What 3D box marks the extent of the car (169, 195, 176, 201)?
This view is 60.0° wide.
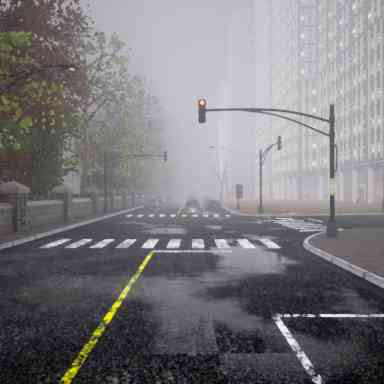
[{"bbox_3d":[-5.642,1.624,86.605,1.887,1.381,4.507,0,0,0],"label":"car"}]

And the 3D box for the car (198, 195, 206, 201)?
[{"bbox_3d":[2.742,1.640,92.232,2.008,1.369,4.403,0,0,0],"label":"car"}]

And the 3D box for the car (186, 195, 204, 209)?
[{"bbox_3d":[0.125,1.515,45.625,2.128,1.511,4.902,0,0,0],"label":"car"}]

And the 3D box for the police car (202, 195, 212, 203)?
[{"bbox_3d":[3.173,1.476,69.963,1.930,1.638,5.238,0,0,0],"label":"police car"}]

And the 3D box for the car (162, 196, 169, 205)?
[{"bbox_3d":[-5.657,1.477,58.444,1.967,1.590,4.097,0,0,0],"label":"car"}]

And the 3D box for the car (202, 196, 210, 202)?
[{"bbox_3d":[3.191,1.588,76.853,1.812,1.442,4.674,0,0,0],"label":"car"}]

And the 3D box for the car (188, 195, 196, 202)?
[{"bbox_3d":[0.043,1.568,80.081,1.837,1.490,4.892,0,0,0],"label":"car"}]

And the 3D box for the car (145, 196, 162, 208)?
[{"bbox_3d":[-5.664,1.607,47.179,1.802,1.307,4.206,0,0,0],"label":"car"}]

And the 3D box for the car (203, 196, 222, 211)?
[{"bbox_3d":[2.713,1.586,41.541,1.947,1.339,4.313,0,0,0],"label":"car"}]
